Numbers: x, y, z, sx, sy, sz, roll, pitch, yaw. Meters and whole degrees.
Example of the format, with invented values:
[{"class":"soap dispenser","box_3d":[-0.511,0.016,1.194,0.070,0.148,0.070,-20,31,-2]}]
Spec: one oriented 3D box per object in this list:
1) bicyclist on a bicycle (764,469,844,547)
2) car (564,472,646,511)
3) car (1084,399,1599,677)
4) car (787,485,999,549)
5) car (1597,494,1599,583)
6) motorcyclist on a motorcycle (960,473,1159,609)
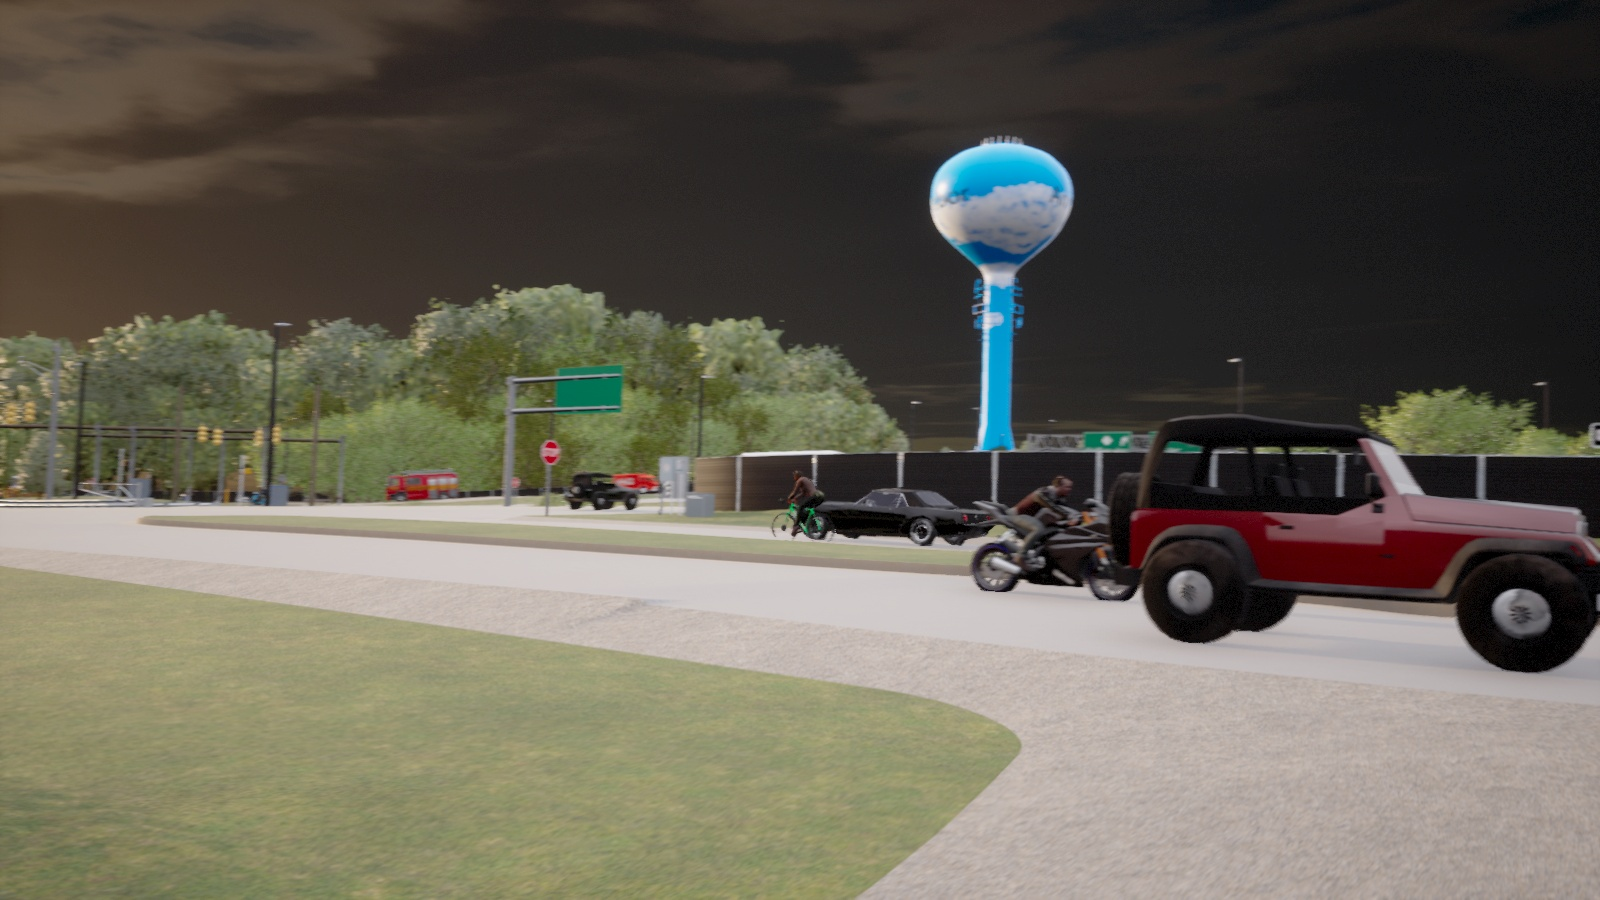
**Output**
[{"class":"bicyclist on a bicycle","box_3d":[0.080,1.252,27.369,1.656,1.620,0.582,0,-3,34]},{"class":"car","box_3d":[-9.774,2.108,63.078,1.905,1.878,3.866,0,-2,35]},{"class":"car","box_3d":[4.538,0.645,10.236,3.866,1.878,1.905,0,-3,34]},{"class":"car","box_3d":[2.199,1.570,30.149,4.718,1.301,1.895,1,-2,34]},{"class":"car","box_3d":[15.727,1.528,20.184,2.007,1.525,4.514,3,-3,-27]},{"class":"motorcyclist on a motorcycle","box_3d":[3.172,1.080,15.435,2.191,1.530,0.866,0,-3,35]}]
